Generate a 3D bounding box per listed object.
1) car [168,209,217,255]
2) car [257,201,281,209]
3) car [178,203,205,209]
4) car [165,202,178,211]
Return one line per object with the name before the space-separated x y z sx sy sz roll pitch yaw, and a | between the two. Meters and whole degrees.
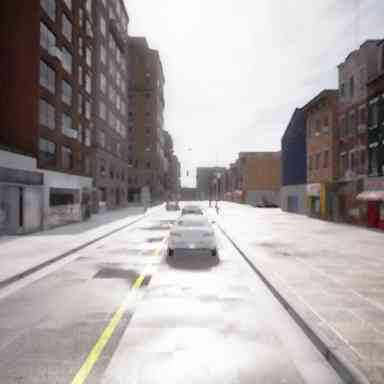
car | 0.020 1.659 13.899 1.812 1.442 4.674 0 0 0
car | 13.212 2.234 56.800 4.313 1.339 1.947 0 -1 0
car | 0.015 1.779 28.495 1.837 1.490 4.892 0 0 0
car | -2.771 2.052 47.792 1.895 1.301 4.718 0 -1 0
